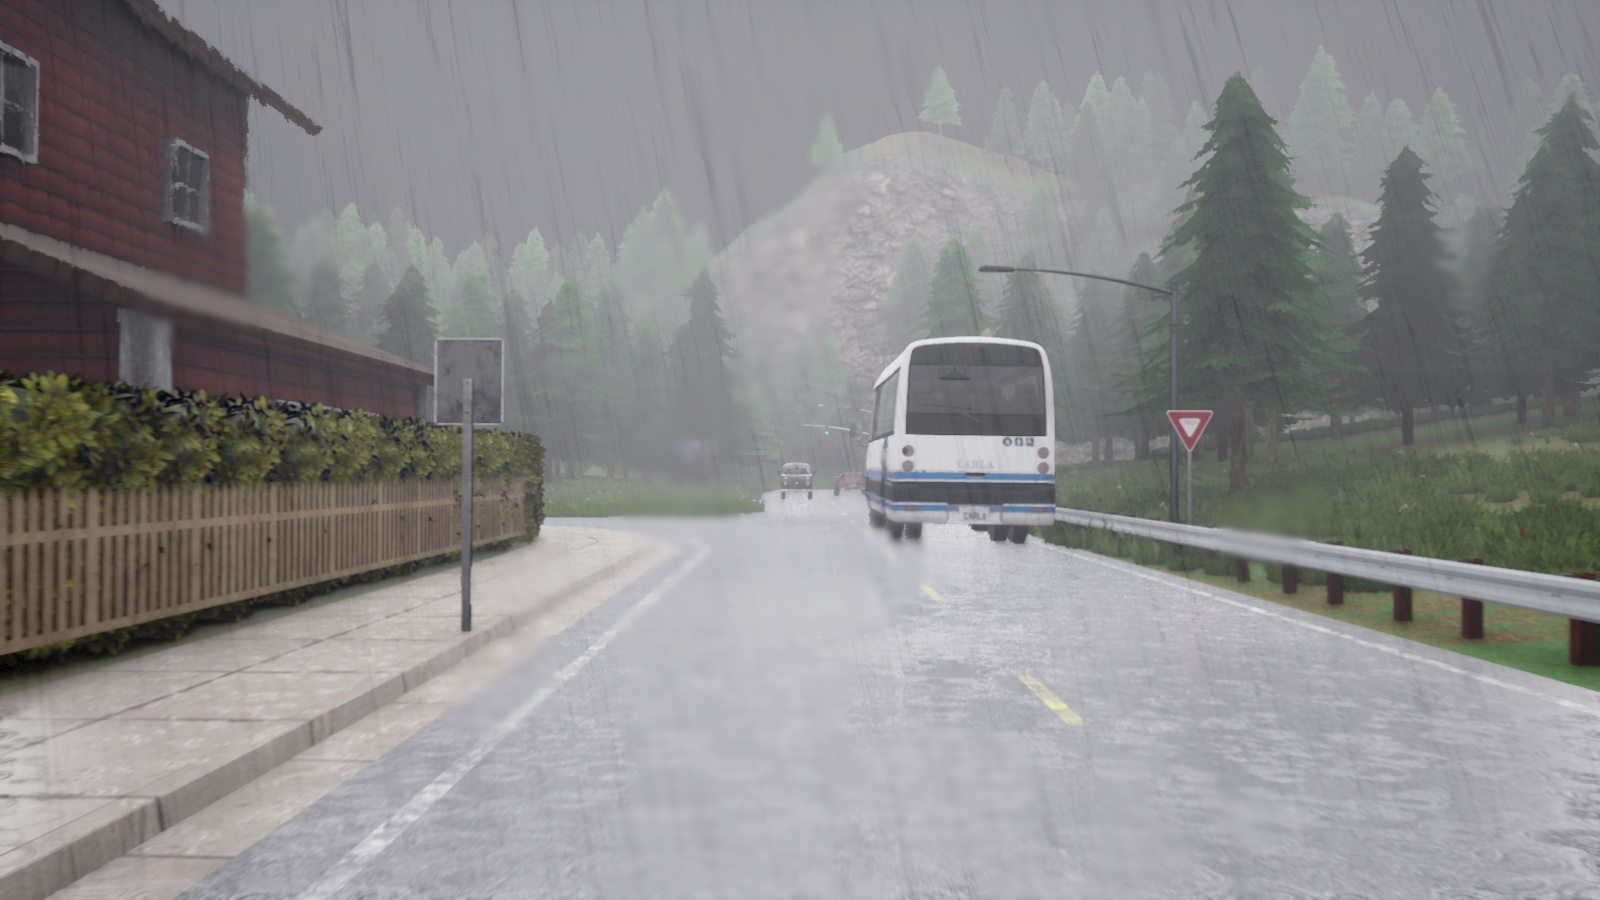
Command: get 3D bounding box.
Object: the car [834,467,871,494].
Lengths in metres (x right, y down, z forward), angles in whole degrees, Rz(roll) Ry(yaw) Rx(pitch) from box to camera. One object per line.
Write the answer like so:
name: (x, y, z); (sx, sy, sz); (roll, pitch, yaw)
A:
car: (3.306, 1.914, 79.691); (2.152, 1.651, 5.027); (0, -1, 0)

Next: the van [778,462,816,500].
van: (-0.171, 1.710, 69.984); (2.069, 2.038, 4.480); (0, -1, 0)

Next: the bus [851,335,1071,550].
bus: (3.423, -0.089, 30.182); (3.944, 4.253, 10.273); (0, -1, 0)
